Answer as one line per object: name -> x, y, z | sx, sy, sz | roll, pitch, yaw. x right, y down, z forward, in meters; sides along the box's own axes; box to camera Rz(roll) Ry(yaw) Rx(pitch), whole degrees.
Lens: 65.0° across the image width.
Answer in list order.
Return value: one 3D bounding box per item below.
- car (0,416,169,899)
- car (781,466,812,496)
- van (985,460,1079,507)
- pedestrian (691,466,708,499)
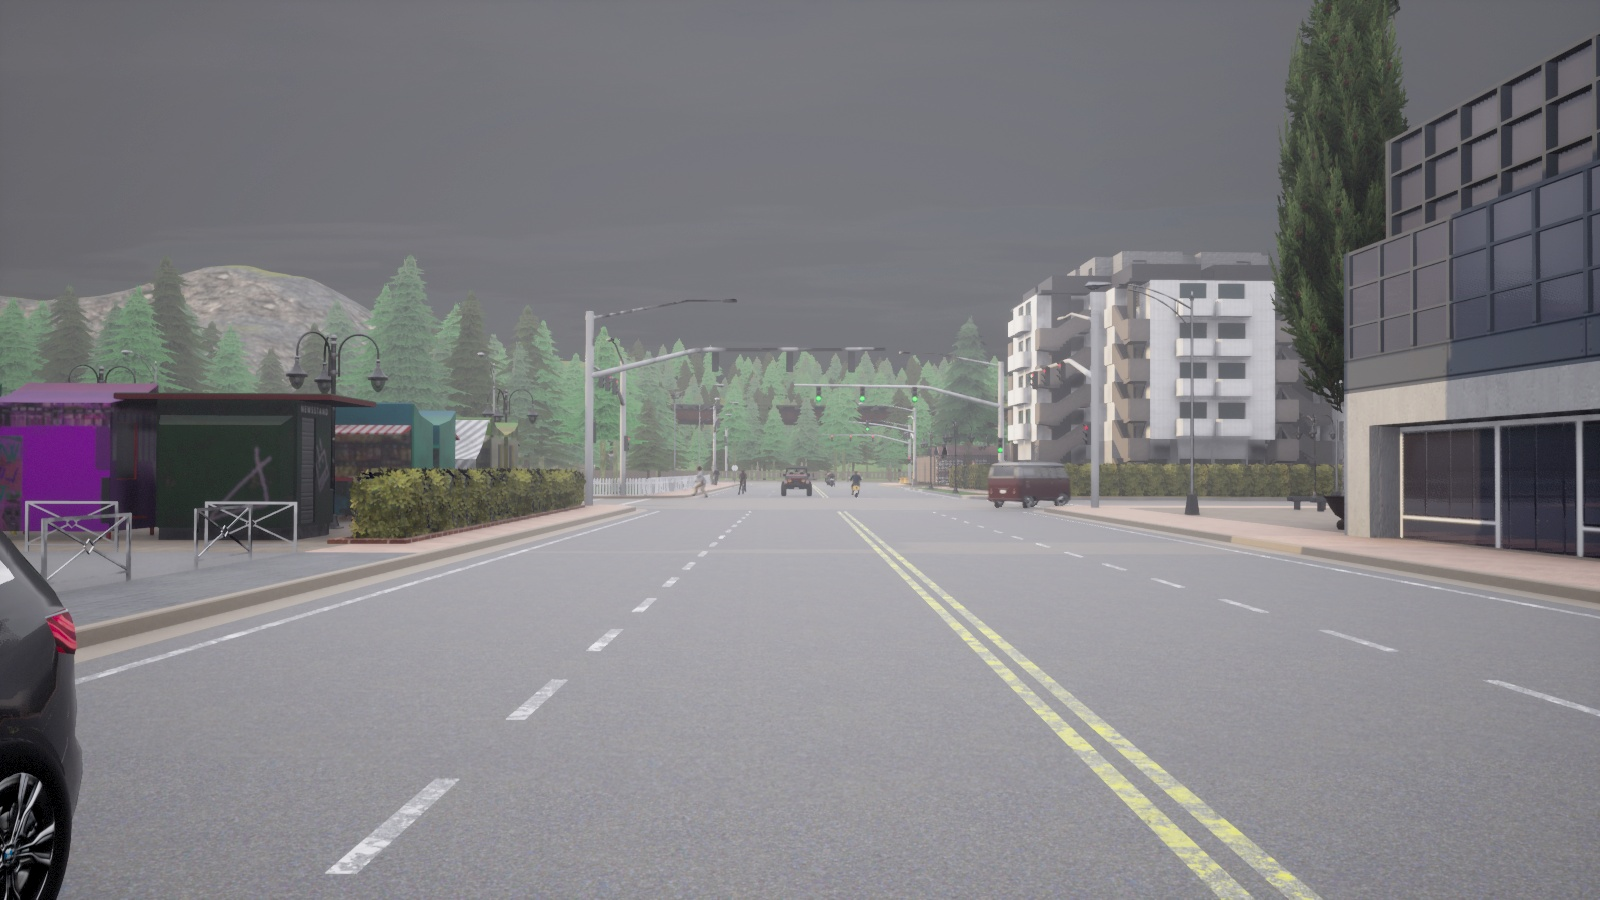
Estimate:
car -> -3.507, 0.714, 2.453 | 2.242, 1.667, 4.611 | 0, -1, 0
car -> -0.200, 1.930, 78.718 | 1.905, 1.878, 3.866 | 0, -1, 0
van -> 10.099, 1.440, 54.563 | 4.442, 1.987, 1.775 | 1, -2, -45
pedestrian -> -5.684, 1.826, 71.075 | 0.900, 1.855, 0.874 | 0, -1, 1
